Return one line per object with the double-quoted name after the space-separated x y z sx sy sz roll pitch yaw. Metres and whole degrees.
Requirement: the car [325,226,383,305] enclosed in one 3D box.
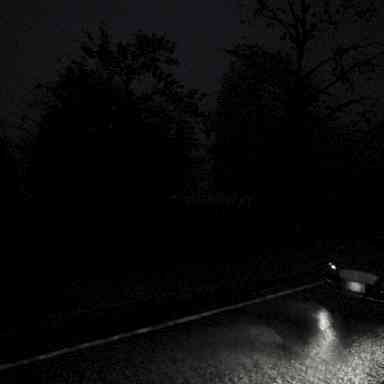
5.041 1.576 7.916 4.902 1.511 2.128 1 -1 -39 "car"
